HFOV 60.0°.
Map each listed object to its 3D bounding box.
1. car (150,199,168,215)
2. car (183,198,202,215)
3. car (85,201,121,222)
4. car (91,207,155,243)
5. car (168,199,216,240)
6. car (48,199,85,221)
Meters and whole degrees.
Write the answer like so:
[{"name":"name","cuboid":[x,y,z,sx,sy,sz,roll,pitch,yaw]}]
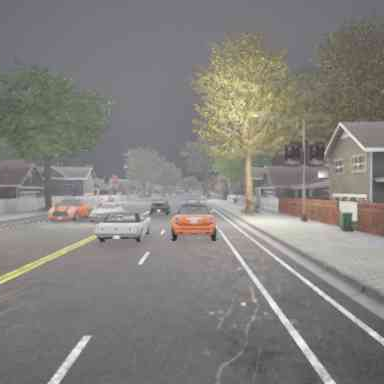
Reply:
[{"name":"car","cuboid":[-3.169,1.522,34.031,1.837,1.490,4.892,0,0,0]},{"name":"car","cuboid":[0.080,1.496,35.576,1.882,1.535,5.008,0,0,0]},{"name":"car","cuboid":[-6.605,1.537,26.190,1.812,1.442,4.674,0,0,0]},{"name":"car","cuboid":[-3.158,1.605,16.158,1.895,1.301,4.718,0,0,0]},{"name":"car","cuboid":[0.091,1.356,17.245,2.097,1.767,4.553,0,0,0]},{"name":"car","cuboid":[-9.852,1.364,27.050,2.097,1.767,4.553,0,0,0]}]
